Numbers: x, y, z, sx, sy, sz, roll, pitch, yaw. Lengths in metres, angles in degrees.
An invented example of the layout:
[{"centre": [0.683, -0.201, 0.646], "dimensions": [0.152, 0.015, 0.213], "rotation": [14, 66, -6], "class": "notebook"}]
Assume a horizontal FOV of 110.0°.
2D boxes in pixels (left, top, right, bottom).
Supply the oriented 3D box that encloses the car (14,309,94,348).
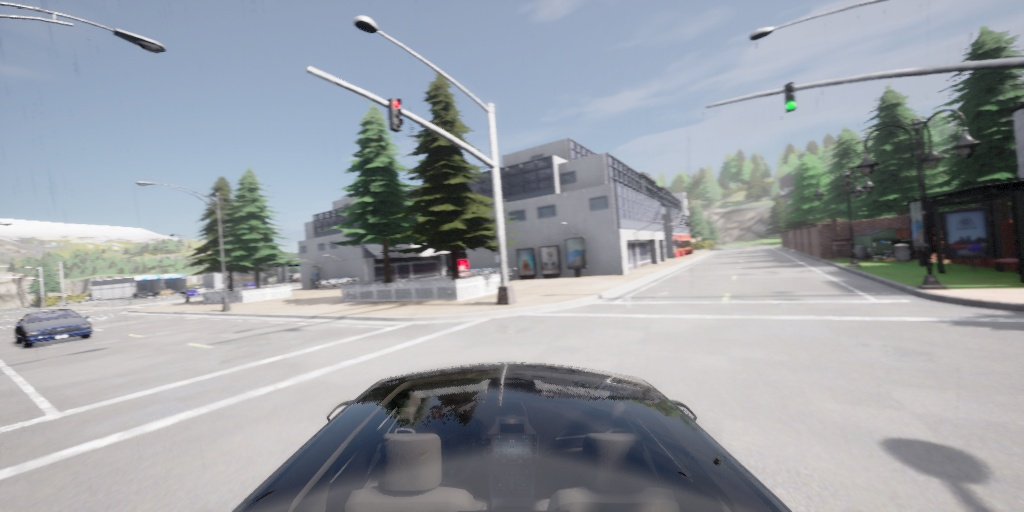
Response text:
[{"centre": [-20.955, 3.161, 16.298], "dimensions": [5.357, 1.411, 2.033], "rotation": [-5, 0, 32], "class": "car"}]
